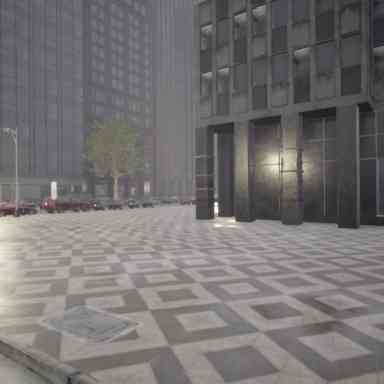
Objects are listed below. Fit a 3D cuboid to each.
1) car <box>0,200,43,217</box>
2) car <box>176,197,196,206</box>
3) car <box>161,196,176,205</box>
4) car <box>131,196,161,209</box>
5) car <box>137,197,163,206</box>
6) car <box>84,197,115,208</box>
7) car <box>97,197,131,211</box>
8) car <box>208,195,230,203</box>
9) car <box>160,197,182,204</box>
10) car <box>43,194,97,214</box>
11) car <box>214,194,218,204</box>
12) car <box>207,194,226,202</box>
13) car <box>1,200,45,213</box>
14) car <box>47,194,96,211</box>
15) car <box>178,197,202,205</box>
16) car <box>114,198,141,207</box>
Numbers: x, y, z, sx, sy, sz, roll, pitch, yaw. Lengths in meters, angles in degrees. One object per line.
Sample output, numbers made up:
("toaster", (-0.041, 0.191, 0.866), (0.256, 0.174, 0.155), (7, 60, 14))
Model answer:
("car", (-16.133, 1.577, 29.914), (1.802, 1.307, 4.206), (-1, 0, 35))
("car", (-0.105, 1.464, 53.108), (1.887, 1.381, 4.507), (-1, 0, 35))
("car", (-4.963, 1.479, 56.121), (2.128, 1.511, 4.902), (-1, 0, 35))
("car", (-6.516, 1.510, 43.830), (1.947, 1.339, 4.313), (-1, 0, 35))
("car", (-7.211, 1.546, 57.819), (1.752, 1.417, 4.829), (-1, 0, 35))
("car", (-13.528, 1.486, 48.681), (1.967, 1.590, 4.097), (-1, 0, 35))
("car", (-9.722, 1.526, 39.192), (1.947, 1.339, 4.313), (-1, 0, 35))
("car", (5.373, 1.418, 65.560), (2.128, 1.511, 4.902), (-1, 0, 35))
("car", (-3.907, 1.576, 62.599), (1.947, 1.339, 4.313), (-1, 0, 35))
("car", (-12.929, 1.291, 34.554), (2.192, 1.841, 5.009), (-1, 0, 35))
("car", (3.100, 1.223, 57.748), (2.192, 1.841, 5.009), (-1, 0, 35))
("car", (5.710, 1.298, 76.518), (2.192, 1.841, 5.009), (-1, 0, 35))
("car", (-19.938, 1.644, 39.403), (1.947, 1.339, 4.313), (-1, 0, 35))
("car", (-14.966, 1.253, 41.746), (2.150, 2.045, 5.566), (-1, 0, 35))
("car", (-0.298, 1.507, 57.339), (1.994, 1.385, 4.181), (-1, 0, 34))
("car", (-10.319, 1.614, 53.320), (1.802, 1.307, 4.206), (-1, 0, 35))
